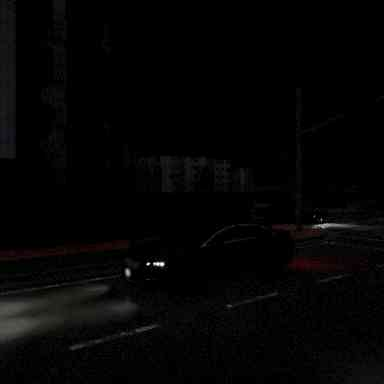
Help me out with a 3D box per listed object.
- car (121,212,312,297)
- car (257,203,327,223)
[{"bbox_3d":[0.616,1.491,8.662,4.902,1.511,2.128,0,0,-35],"label":"car"},{"bbox_3d":[7.353,1.547,25.191,2.033,1.411,5.357,0,0,-38],"label":"car"}]
